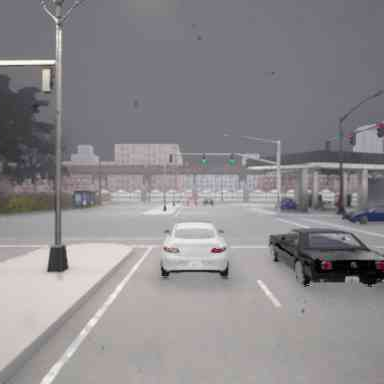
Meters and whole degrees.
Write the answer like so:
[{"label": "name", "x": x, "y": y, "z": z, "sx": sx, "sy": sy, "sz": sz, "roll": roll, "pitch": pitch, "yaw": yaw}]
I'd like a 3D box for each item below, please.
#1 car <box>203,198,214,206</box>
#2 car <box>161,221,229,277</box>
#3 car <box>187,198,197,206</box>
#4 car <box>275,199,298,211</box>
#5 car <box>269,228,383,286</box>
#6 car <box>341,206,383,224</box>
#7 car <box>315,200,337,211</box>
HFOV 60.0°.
[{"label": "car", "x": 3.514, "y": 2.033, "z": 71.308, "sx": 2.097, "sy": 1.767, "sz": 4.553, "roll": 0, "pitch": -1, "yaw": 0}, {"label": "car", "x": 0.072, "y": 1.628, "z": 10.449, "sx": 1.812, "sy": 1.442, "sz": 4.674, "roll": 0, "pitch": -1, "yaw": 0}, {"label": "car", "x": 0.014, "y": 2.035, "z": 71.308, "sx": 2.097, "sy": 1.767, "sz": 4.553, "roll": 0, "pitch": -1, "yaw": 0}, {"label": "car", "x": 13.219, "y": 1.745, "z": 46.662, "sx": 2.242, "sy": 1.667, "sz": 4.611, "roll": 0, "pitch": -1, "yaw": 0}, {"label": "car", "x": 3.599, "y": 1.695, "z": 9.660, "sx": 1.895, "sy": 1.301, "sz": 4.718, "roll": 0, "pitch": -1, "yaw": 0}, {"label": "car", "x": 14.885, "y": 1.803, "z": 26.514, "sx": 5.357, "sy": 1.411, "sz": 2.033, "roll": 0, "pitch": -1, "yaw": -1}, {"label": "car", "x": 18.964, "y": 1.913, "z": 47.422, "sx": 1.970, "sy": 1.475, "sz": 3.806, "roll": 0, "pitch": -1, "yaw": 0}]
